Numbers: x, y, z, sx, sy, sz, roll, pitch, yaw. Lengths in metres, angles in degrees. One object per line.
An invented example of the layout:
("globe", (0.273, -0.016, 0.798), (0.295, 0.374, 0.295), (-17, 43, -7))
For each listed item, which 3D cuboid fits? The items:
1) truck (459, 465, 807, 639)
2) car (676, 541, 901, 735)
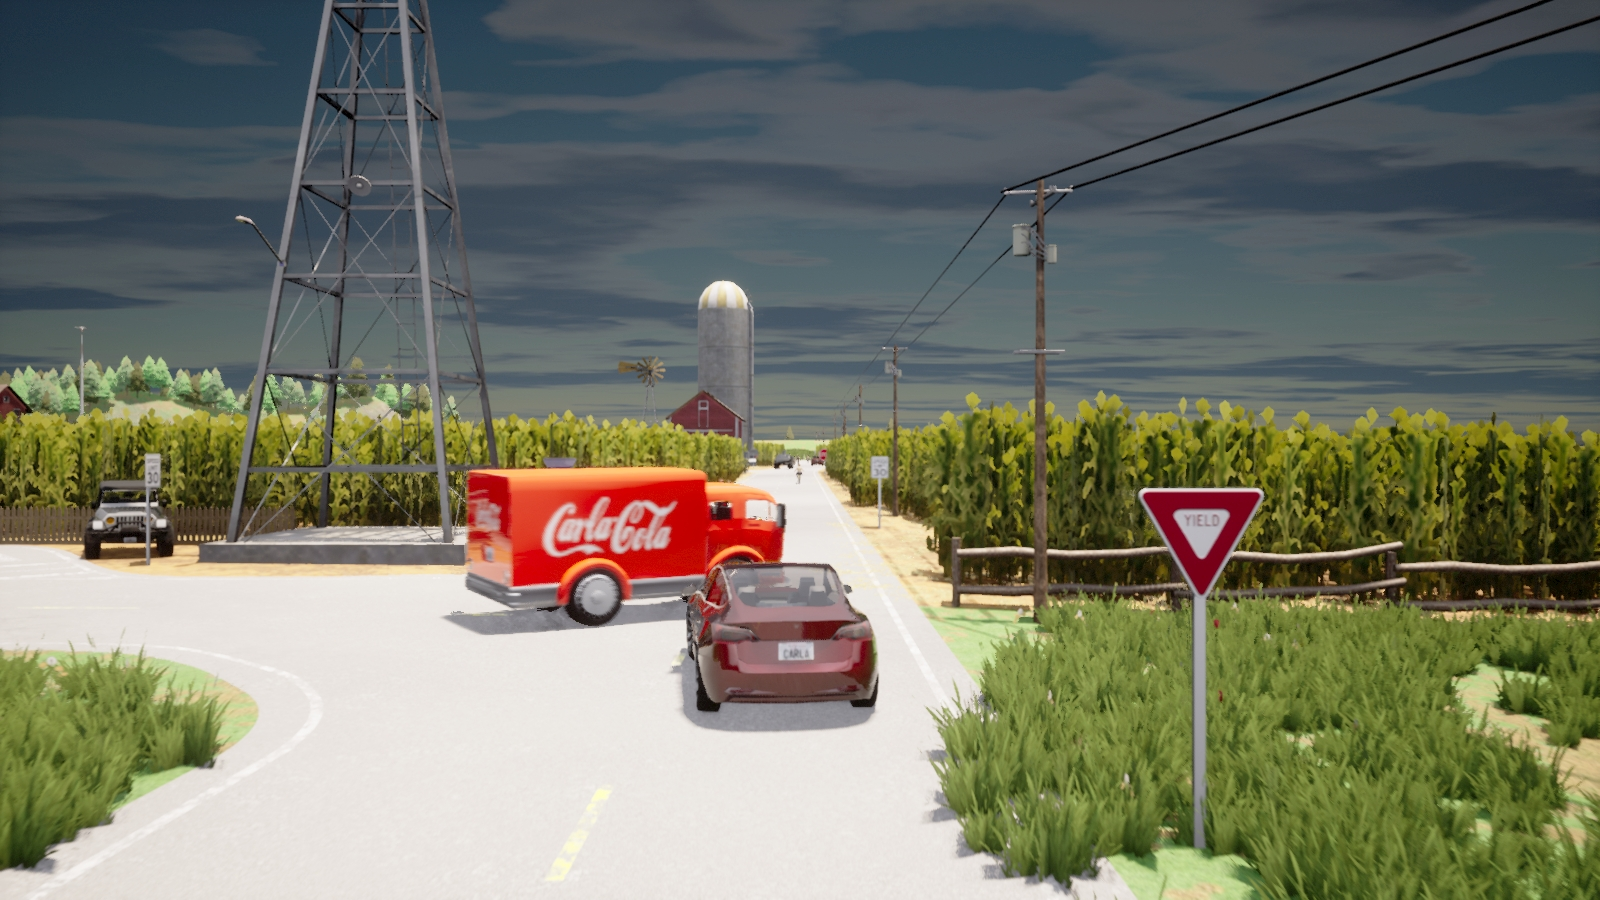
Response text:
("truck", (-2.791, 1.540, 19.391), (5.204, 2.467, 2.627), (0, 1, -32))
("car", (-0.355, 2.044, 13.707), (2.163, 1.488, 4.792), (0, 0, -7))
